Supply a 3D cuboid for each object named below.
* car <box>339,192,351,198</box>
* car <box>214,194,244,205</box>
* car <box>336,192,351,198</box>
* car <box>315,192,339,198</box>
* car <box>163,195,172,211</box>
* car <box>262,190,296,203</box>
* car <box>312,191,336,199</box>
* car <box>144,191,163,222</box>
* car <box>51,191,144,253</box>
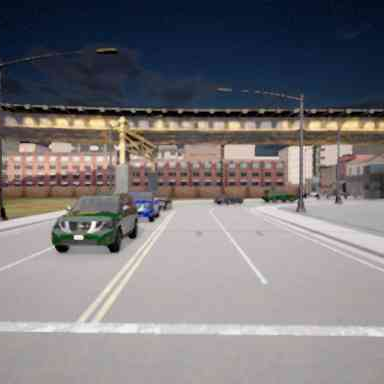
[{"bbox_3d":[32.425,0.572,70.269,1.853,1.218,4.536,1,1,31],"label":"car"},{"bbox_3d":[5.106,1.045,45.606,2.033,1.411,5.357,1,1,39],"label":"car"},{"bbox_3d":[32.398,0.730,70.227,2.038,1.542,4.974,1,1,31],"label":"car"},{"bbox_3d":[29.336,0.539,72.437,1.853,1.218,4.536,0,1,-29],"label":"car"},{"bbox_3d":[-3.223,1.100,34.276,2.128,1.511,4.902,0,1,6],"label":"car"},{"bbox_3d":[13.527,0.666,51.877,5.566,2.045,2.150,0,1,-24],"label":"car"},{"bbox_3d":[29.361,0.697,72.394,2.038,1.542,4.974,0,1,-29],"label":"car"},{"bbox_3d":[-3.577,0.950,23.819,2.150,2.045,5.566,0,1,0],"label":"car"},{"bbox_3d":[-3.575,1.071,13.417,2.150,2.045,5.566,0,1,1],"label":"car"}]
